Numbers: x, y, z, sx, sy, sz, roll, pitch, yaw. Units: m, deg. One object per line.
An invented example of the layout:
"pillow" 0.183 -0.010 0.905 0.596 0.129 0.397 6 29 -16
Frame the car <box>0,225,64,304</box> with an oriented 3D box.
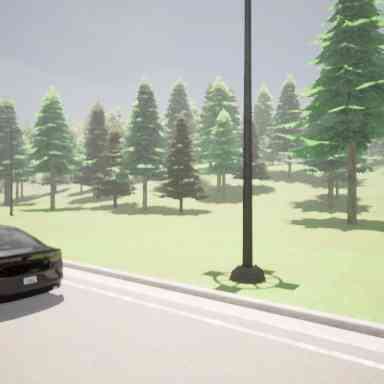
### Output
"car" -4.981 1.468 7.544 5.008 1.535 1.882 0 0 36
